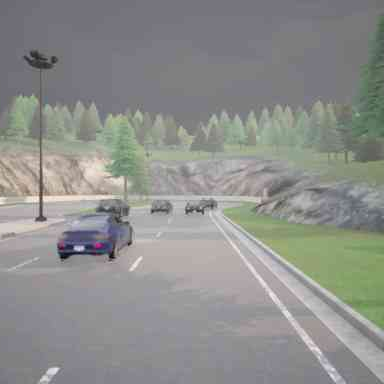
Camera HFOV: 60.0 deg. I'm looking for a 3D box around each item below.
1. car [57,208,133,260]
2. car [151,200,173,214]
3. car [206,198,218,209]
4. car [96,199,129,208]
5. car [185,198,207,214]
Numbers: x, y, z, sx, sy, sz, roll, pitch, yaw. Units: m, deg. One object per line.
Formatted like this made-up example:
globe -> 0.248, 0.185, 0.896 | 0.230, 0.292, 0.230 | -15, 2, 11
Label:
car -> -3.399, 1.524, 12.312 | 1.812, 1.442, 4.674 | 0, 0, 0
car -> -3.130, 1.542, 35.256 | 2.033, 1.411, 5.357 | 0, 0, 3
car -> 2.222, 1.485, 44.508 | 2.128, 1.511, 4.902 | 0, 0, 15
car -> -6.842, 1.346, 29.008 | 2.097, 1.767, 4.553 | 0, 0, 1
car -> 0.344, 1.596, 34.351 | 1.895, 1.301, 4.718 | 0, 0, 3
